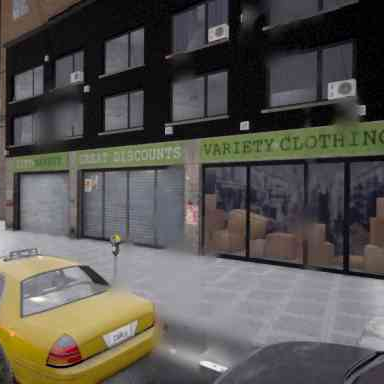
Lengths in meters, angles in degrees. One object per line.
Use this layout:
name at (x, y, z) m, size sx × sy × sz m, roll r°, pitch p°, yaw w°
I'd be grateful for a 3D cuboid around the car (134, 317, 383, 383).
car at (2.025, 1.551, 1.643) m, size 4.403 × 1.369 × 2.008 m, roll 0°, pitch 1°, yaw 36°

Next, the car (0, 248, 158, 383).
car at (-2.656, 1.524, 4.991) m, size 4.829 × 1.417 × 1.752 m, roll 0°, pitch 1°, yaw 36°
